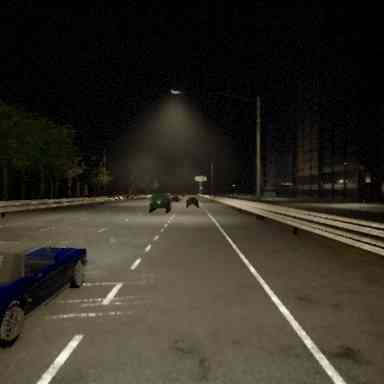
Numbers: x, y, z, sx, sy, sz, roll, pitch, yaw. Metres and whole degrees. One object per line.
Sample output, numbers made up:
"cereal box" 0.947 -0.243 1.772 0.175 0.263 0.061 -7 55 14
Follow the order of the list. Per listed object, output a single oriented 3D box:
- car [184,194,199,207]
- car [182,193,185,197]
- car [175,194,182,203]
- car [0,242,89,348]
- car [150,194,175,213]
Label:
"car" 0.048 1.531 51.039 1.837 1.490 4.892 0 0 0
"car" -3.779 1.471 91.726 2.097 1.767 4.553 0 0 0
"car" -3.660 1.588 73.884 1.812 1.442 4.674 0 0 0
"car" -3.495 1.587 6.202 1.895 1.301 4.718 0 0 0
"car" -3.513 1.218 37.869 2.150 2.045 5.566 0 0 0
